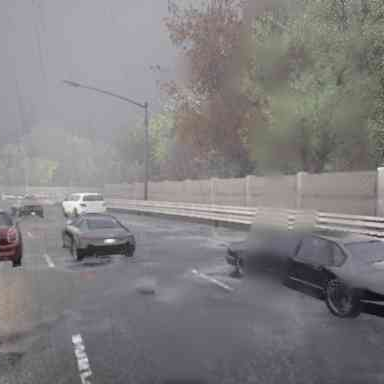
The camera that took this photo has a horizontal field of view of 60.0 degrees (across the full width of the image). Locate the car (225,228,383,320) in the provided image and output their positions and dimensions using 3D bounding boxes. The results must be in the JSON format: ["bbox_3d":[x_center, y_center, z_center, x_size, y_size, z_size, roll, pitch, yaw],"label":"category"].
[{"bbox_3d":[2.834,1.542,7.480,2.033,1.411,5.357,0,0,-26],"label":"car"}]

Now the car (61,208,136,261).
[{"bbox_3d":[-3.583,1.522,12.338,1.994,1.385,4.181,0,0,-29],"label":"car"}]

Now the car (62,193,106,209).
[{"bbox_3d":[-8.833,1.126,26.977,2.150,2.045,5.566,0,0,-36],"label":"car"}]

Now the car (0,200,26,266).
[{"bbox_3d":[-6.771,1.300,10.900,2.097,1.767,4.553,0,0,-28],"label":"car"}]

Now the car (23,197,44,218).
[{"bbox_3d":[-13.707,1.388,27.546,1.837,1.490,4.892,0,0,-37],"label":"car"}]

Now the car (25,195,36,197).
[{"bbox_3d":[-28.705,1.258,59.265,1.837,1.490,4.892,-1,0,-17],"label":"car"}]
